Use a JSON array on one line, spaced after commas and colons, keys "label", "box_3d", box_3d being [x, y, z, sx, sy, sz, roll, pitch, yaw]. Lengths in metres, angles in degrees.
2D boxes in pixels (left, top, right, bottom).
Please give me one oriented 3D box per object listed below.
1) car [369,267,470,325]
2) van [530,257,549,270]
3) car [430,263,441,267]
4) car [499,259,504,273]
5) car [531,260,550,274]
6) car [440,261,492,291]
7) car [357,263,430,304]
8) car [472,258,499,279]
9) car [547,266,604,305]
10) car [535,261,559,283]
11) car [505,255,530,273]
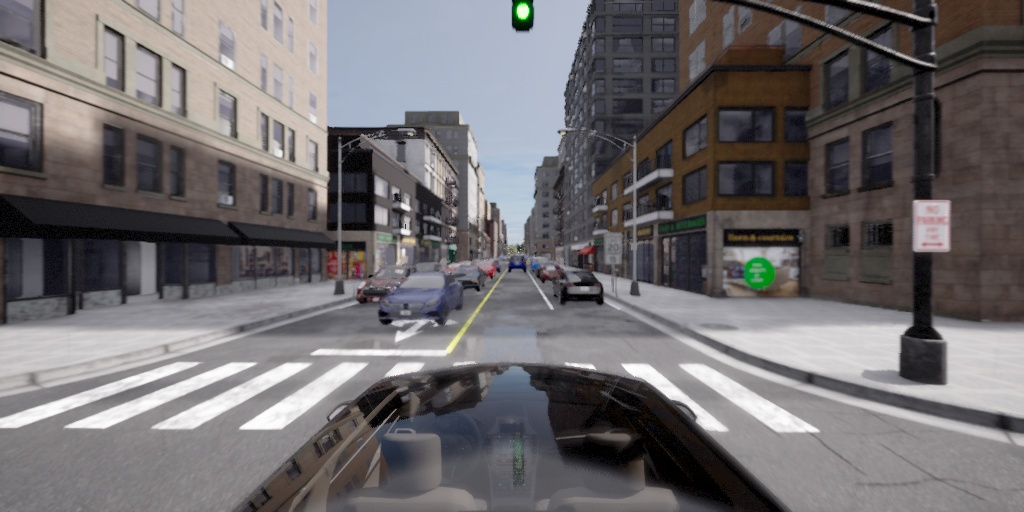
[{"label": "car", "box_3d": [-2.759, 1.250, 11.882, 1.812, 1.442, 4.674, 0, 0, 2]}, {"label": "van", "box_3d": [3.112, 1.026, 37.820, 1.690, 1.789, 3.998, 0, 0, 1]}, {"label": "car", "box_3d": [-5.144, 1.141, 21.403, 1.967, 1.591, 4.097, 0, 0, 1]}, {"label": "car", "box_3d": [-2.223, 1.274, 41.529, 1.895, 1.301, 4.718, 0, 0, 1]}, {"label": "car", "box_3d": [3.034, 1.259, 32.310, 1.948, 1.339, 4.313, 0, 0, 1]}, {"label": "car", "box_3d": [-2.595, 1.252, 21.560, 2.033, 1.411, 5.357, 0, 0, 1]}, {"label": "car", "box_3d": [-5.221, 1.153, 15.892, 1.967, 1.591, 4.097, 0, 0, 1]}, {"label": "car", "box_3d": [-2.423, 1.165, 31.511, 1.882, 1.535, 5.008, 0, 0, 1]}, {"label": "car", "box_3d": [2.803, 1.290, 15.779, 1.948, 1.339, 4.313, 0, 0, 1]}, {"label": "car", "box_3d": [2.957, 1.285, 26.801, 1.802, 1.307, 4.207, 0, 0, 1]}, {"label": "car", "box_3d": [0.645, 0.898, 42.650, 2.150, 2.045, 5.566, 0, 0, 1]}]
